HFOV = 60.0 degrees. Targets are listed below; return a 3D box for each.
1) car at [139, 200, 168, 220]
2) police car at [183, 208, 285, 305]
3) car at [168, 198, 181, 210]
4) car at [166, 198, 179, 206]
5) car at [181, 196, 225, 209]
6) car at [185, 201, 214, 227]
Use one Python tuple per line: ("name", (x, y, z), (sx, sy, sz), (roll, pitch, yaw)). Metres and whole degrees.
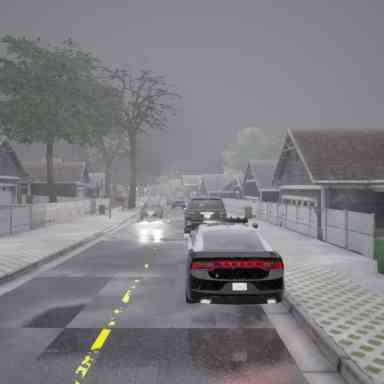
("car", (-3.436, 1.548, 28.847), (2.128, 1.511, 4.902), (0, 0, -3))
("police car", (0.809, 1.430, 8.306), (1.930, 1.638, 5.238), (0, 0, 0))
("car", (-1.992, 1.664, 46.824), (1.837, 1.490, 4.892), (0, 0, -5))
("car", (-3.735, 1.854, 61.864), (2.033, 1.411, 5.357), (0, -1, -8))
("car", (0.645, 1.250, 18.279), (2.150, 2.045, 5.566), (0, 0, -2))
("car", (0.423, 1.495, 24.467), (1.801, 1.575, 5.366), (0, 0, -2))
